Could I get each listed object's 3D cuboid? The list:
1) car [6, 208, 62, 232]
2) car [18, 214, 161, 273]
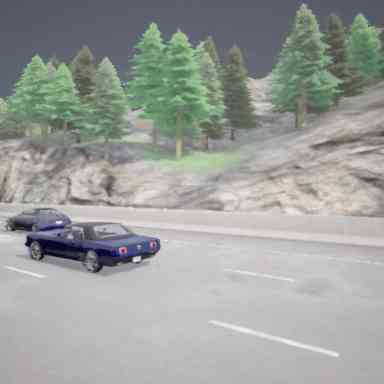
[{"bbox_3d":[-8.678,1.576,18.782,4.181,1.385,1.994,0,0,36],"label":"car"},{"bbox_3d":[-3.359,1.606,10.687,4.718,1.301,1.895,0,0,36],"label":"car"}]
